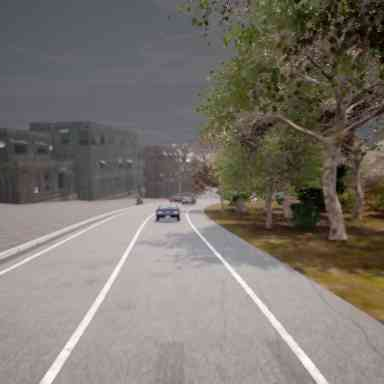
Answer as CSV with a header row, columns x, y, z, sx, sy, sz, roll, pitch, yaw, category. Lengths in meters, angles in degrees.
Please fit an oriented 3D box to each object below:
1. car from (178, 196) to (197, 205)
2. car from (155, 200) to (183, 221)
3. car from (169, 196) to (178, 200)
x,y,z,sx,sy,sz,roll,pitch,yaw,category
-0.414,1.366,53.988,2.033,1.411,5.357,1,0,9,car
-1.870,1.558,26.910,1.895,1.301,4.718,-1,0,-2,car
-2.693,1.354,59.063,1.895,1.301,4.718,1,0,12,car
